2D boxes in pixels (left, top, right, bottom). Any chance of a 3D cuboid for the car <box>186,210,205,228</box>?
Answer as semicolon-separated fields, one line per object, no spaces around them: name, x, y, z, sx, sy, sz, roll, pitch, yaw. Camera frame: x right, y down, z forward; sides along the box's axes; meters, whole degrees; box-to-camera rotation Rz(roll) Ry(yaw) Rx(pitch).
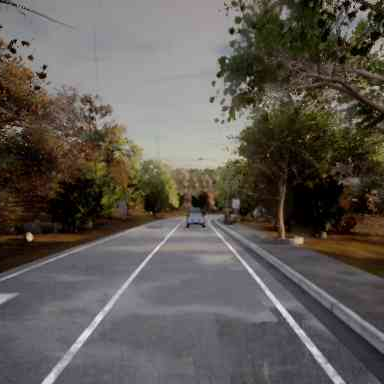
car;0.353;2.792;33.138;2.033;1.411;5.357;0;-3;0

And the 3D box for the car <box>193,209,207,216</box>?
car;1.870;4.779;78.081;2.128;1.511;4.902;1;-3;14

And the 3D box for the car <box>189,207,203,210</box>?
car;0.502;3.075;45.748;2.150;2.045;5.566;0;-2;3
